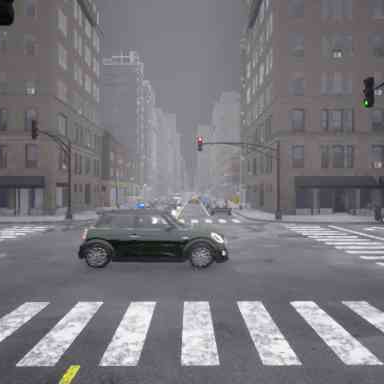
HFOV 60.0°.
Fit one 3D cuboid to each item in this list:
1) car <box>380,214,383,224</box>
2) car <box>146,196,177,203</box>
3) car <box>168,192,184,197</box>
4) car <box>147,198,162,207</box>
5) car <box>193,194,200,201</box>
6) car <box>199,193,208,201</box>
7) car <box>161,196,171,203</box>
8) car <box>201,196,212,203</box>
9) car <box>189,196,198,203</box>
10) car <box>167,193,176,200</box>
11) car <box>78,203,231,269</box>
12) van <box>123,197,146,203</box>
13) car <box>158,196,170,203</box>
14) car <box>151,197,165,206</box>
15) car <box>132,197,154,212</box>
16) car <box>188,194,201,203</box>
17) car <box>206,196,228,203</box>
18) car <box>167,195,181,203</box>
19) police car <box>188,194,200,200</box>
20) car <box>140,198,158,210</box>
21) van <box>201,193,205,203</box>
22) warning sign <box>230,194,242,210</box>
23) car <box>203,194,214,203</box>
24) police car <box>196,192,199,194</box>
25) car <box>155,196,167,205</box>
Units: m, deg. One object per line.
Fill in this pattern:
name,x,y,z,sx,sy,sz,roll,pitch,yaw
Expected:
car,14.356,1.520,20.678,4.892,1.490,1.837,0,0,0
car,-2.992,1.493,33.498,2.128,1.511,4.902,0,0,0
car,-2.903,1.224,54.473,2.150,2.045,5.566,0,0,0
car,-5.689,1.585,50.363,1.802,1.307,4.206,0,0,0
car,1.090,1.448,89.522,1.801,1.575,5.366,0,0,0
car,2.952,1.309,84.354,2.192,1.841,5.009,0,0,0
car,-5.612,1.543,73.035,1.887,1.381,4.507,0,0,0
car,2.895,1.551,67.346,2.008,1.369,4.403,0,0,0
car,0.293,1.601,69.719,1.895,1.301,4.718,0,0,1
car,-5.554,1.306,90.041,2.192,1.841,5.009,0,0,0
car,-1.142,1.354,10.630,4.553,1.767,2.097,0,0,0
van,-5.747,1.343,33.358,1.690,1.788,3.998,0,0,0
car,-5.631,1.566,67.367,1.947,1.339,4.313,0,0,0
car,-5.670,1.568,56.031,1.947,1.339,4.313,0,0,0
car,-5.728,1.443,39.026,1.967,1.590,4.097,0,0,0
car,0.302,1.528,59.473,1.812,1.442,4.674,0,0,1
car,2.778,1.442,33.331,1.967,1.590,4.097,0,0,0
car,-2.952,1.494,43.743,2.128,1.511,4.902,0,0,0
police car,0.596,1.414,95.351,1.930,1.638,5.238,0,0,-16
car,-5.708,1.569,44.694,1.947,1.339,4.313,0,0,0
van,2.855,1.344,56.007,1.690,1.788,3.998,0,0,0
warning sign,5.200,1.118,39.317,1.300,1.860,1.060,0,0,0
car,2.817,1.443,44.669,1.967,1.590,4.097,0,0,0
police car,1.065,1.421,79.427,1.930,1.638,5.238,0,0,-1
car,-5.651,1.527,61.529,1.752,1.417,4.829,0,0,0
